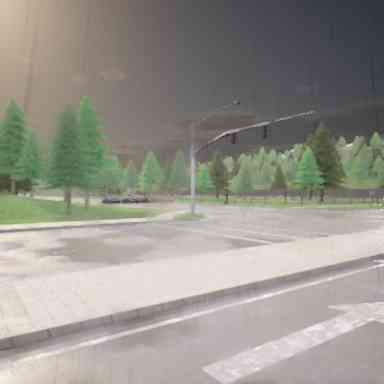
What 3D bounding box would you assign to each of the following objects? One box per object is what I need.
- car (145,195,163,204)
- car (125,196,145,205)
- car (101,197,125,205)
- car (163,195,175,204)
[{"bbox_3d":[-8.065,1.501,61.790,2.033,1.411,5.357,0,0,-34],"label":"car"},{"bbox_3d":[-11.104,1.506,60.014,2.033,1.411,5.357,0,0,-34],"label":"car"},{"bbox_3d":[-14.208,1.512,58.327,2.033,1.411,5.357,0,0,-35],"label":"car"},{"bbox_3d":[-5.091,1.300,63.658,2.097,1.767,4.553,0,0,-34],"label":"car"}]
